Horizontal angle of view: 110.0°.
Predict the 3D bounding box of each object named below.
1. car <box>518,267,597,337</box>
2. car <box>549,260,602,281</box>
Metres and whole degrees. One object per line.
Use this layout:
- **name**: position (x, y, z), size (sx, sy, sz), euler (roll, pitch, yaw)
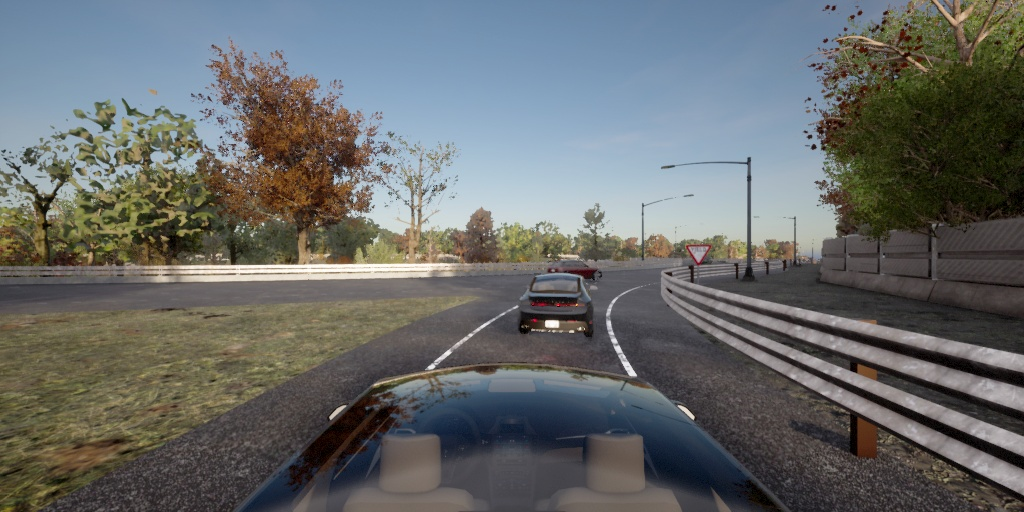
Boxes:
- **car**: position (1.381, 1.256, 10.359), size (1.837, 1.490, 4.892), euler (0, 0, 12)
- **car**: position (4.901, 1.101, 28.120), size (4.553, 1.767, 2.097), euler (0, 0, -31)
